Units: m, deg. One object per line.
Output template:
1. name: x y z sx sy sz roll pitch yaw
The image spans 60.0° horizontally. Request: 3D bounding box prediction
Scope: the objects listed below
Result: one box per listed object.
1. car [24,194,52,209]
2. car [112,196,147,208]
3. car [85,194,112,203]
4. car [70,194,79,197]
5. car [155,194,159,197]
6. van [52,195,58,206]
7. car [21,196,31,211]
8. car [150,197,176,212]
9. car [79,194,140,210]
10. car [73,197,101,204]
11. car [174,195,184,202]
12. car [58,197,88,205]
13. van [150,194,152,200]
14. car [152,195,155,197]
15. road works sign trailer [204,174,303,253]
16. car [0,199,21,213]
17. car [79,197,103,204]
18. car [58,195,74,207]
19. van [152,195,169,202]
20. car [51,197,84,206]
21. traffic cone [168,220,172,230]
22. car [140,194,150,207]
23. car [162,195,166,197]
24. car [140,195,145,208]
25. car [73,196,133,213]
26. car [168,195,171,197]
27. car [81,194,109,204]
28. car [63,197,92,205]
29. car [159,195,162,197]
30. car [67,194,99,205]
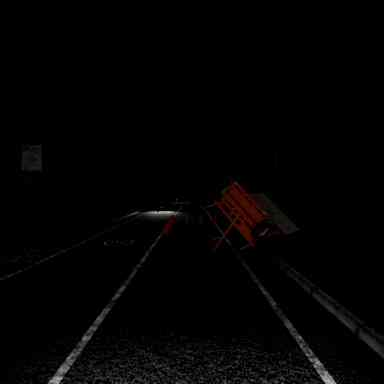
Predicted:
1. car: -21.862 1.385 44.465 4.553 1.767 2.185 0 0 0
2. car: -8.780 1.407 47.298 4.553 1.767 2.185 0 -1 0
3. car: -21.879 1.585 77.759 5.566 2.045 2.435 0 -1 0
4. car: -21.707 1.605 55.601 5.366 1.575 1.946 0 -1 0
5. car: -8.809 1.634 58.511 5.008 1.535 2.097 0 -1 0
6. van: -22.008 1.306 47.246 4.442 1.987 1.878 0 0 0
7. car: -21.899 1.513 38.895 4.674 1.452 2.002 0 0 0
8. car: -3.322 1.560 38.810 1.994 1.385 4.181 0 0 0
9. car: -8.849 1.207 36.089 5.566 2.045 2.435 0 0 0
10. car: -21.896 1.741 69.526 5.008 1.535 2.097 0 -1 0
11. car: -3.189 1.984 87.150 1.837 1.490 4.892 0 -1 0
12. car: -21.867 1.688 61.172 4.792 1.488 2.163 0 -1 0
13. van: -8.696 1.332 50.103 4.442 1.987 1.878 0 -1 0
14. car: -8.806 1.584 52.905 4.892 1.521 2.231 0 -1 0
15. road works sign trailer: 2.376 1.056 12.674 3.560 2.880 2.380 -5 45 -44
16. car: -21.905 1.458 36.109 5.008 1.535 2.097 0 0 0
17. car: -21.901 1.809 72.187 4.674 1.452 2.002 0 -1 0
18. car: -21.889 1.623 52.816 4.674 1.452 2.002 0 -1 0
19. van: -8.720 1.786 92.148 4.442 1.987 1.878 0 -1 0
20. car: -21.889 1.633 58.387 5.008 1.535 2.097 0 -1 0
21. traffic cone: -1.367 1.939 17.820 0.340 0.580 0.340 0 0 0
22. car: -8.841 1.259 44.499 5.566 2.045 2.435 0 0 0
23. car: -8.819 1.772 72.527 5.008 1.535 2.097 0 -1 0
24. car: -8.821 1.490 41.691 4.892 1.521 2.231 0 0 0
25. car: -8.818 1.450 33.286 4.892 1.521 2.231 0 0 0
26. car: -8.830 1.977 89.342 5.008 1.535 2.097 0 -1 0
27. car: -21.876 1.552 75.097 5.566 2.045 2.435 0 -1 0
28. car: -21.927 1.714 63.957 4.792 1.488 2.163 0 -1 0
29. car: -8.845 1.408 61.317 5.566 2.045 2.435 0 -1 0
30. car: -21.872 1.460 66.742 5.566 2.045 2.435 0 -1 0
